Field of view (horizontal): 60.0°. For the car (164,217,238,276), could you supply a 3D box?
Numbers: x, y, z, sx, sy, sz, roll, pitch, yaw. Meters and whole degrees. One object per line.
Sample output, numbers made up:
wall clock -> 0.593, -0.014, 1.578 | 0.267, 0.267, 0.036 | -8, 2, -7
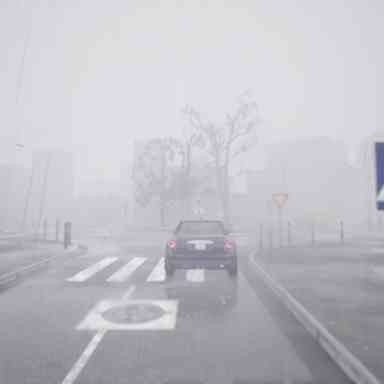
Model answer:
car -> 0.349, 1.609, 11.315 | 2.097, 1.767, 4.553 | 0, -2, 3

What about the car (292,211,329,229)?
car -> 12.083, 2.857, 34.288 | 2.097, 1.767, 4.553 | 0, -3, -6
